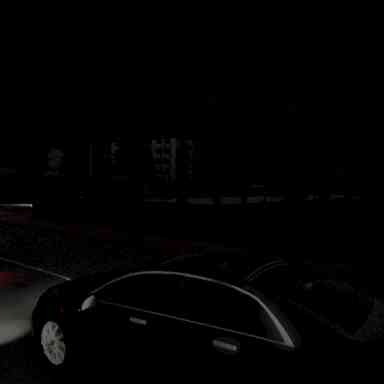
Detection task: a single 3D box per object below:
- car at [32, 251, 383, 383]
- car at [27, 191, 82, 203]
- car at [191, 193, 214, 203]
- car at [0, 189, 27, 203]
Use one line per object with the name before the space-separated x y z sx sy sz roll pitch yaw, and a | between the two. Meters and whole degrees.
car | 0.011 1.491 3.975 4.892 1.490 1.837 0 0 36
car | -14.533 0.595 36.157 2.033 1.411 5.357 2 1 38
car | 1.842 0.807 45.866 1.837 1.490 4.892 2 1 37
car | -19.465 0.419 35.494 2.128 1.511 4.902 2 1 38
